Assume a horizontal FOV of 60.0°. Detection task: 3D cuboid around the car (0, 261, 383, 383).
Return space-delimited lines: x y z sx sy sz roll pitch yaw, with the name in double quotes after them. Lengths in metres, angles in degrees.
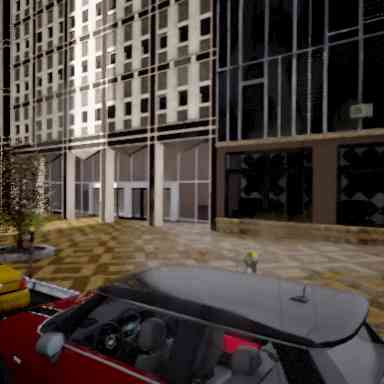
-0.284 1.438 3.066 4.097 1.590 1.967 0 1 35 "car"
